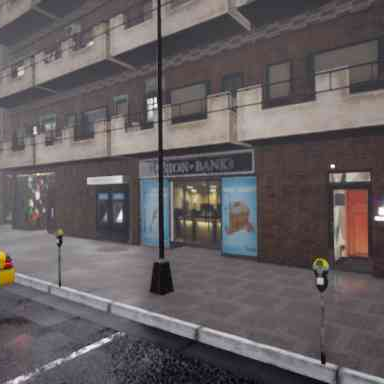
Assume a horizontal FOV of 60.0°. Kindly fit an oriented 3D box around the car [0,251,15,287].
[{"bbox_3d":[-6.186,1.454,7.767,5.366,1.575,1.801,0,0,36],"label":"car"}]
